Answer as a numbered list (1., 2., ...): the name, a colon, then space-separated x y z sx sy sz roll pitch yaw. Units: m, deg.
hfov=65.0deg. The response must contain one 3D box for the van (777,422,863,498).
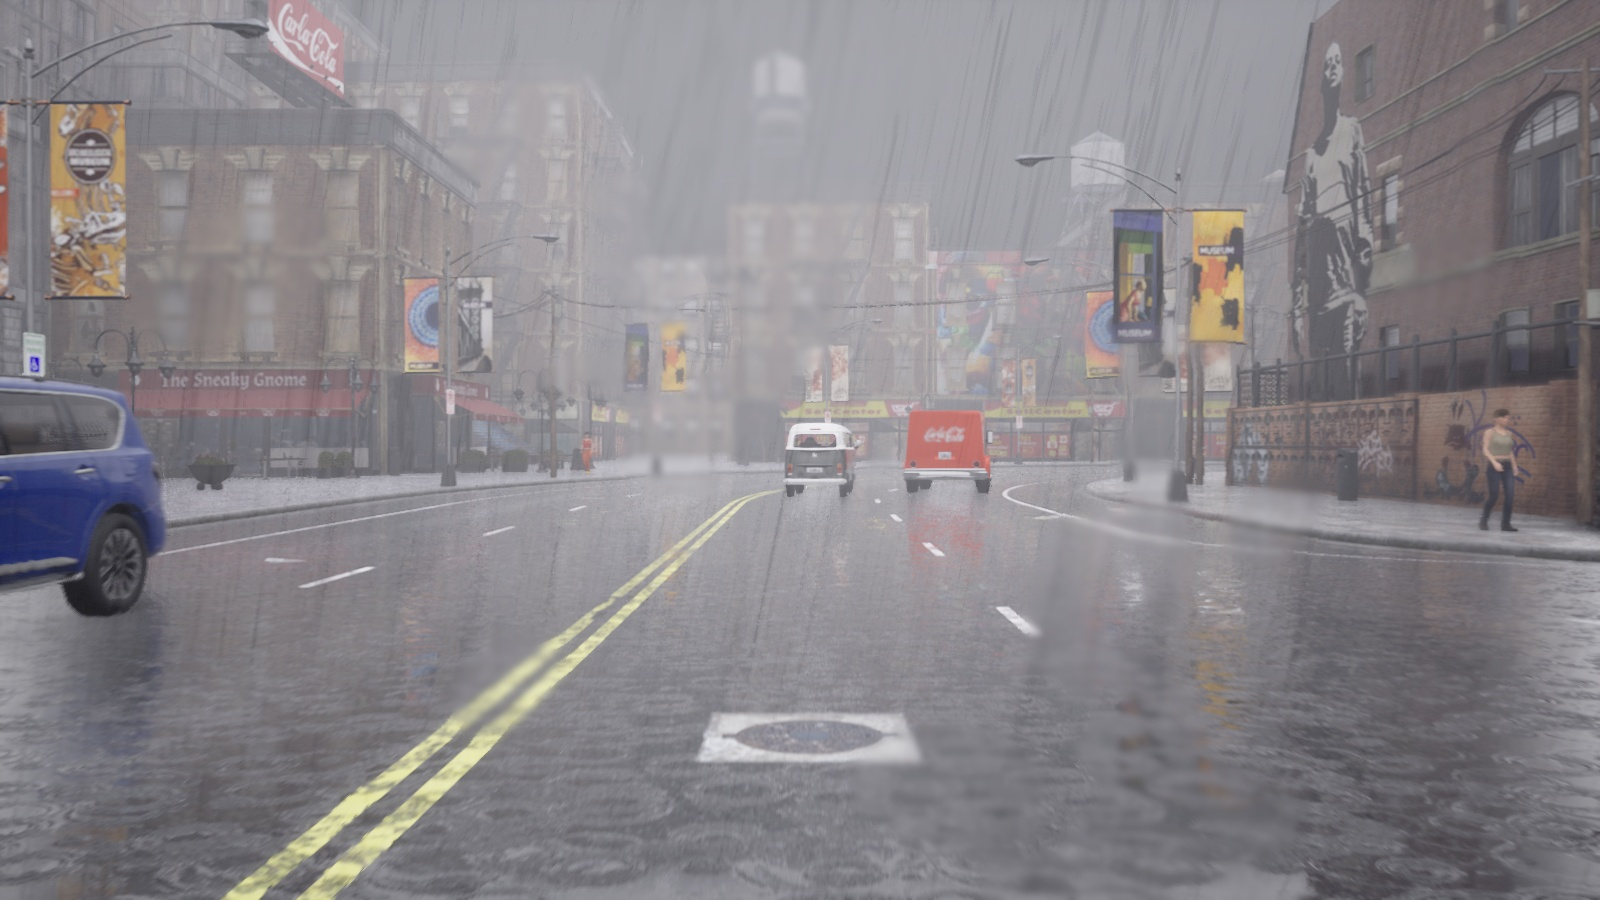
1. van: 0.645 0.268 35.974 2.069 2.038 4.480 0 0 6

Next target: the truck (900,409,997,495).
1. truck: 4.702 0.044 38.992 2.627 2.467 5.204 0 0 11

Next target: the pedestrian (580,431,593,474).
1. pedestrian: -9.107 0.094 53.566 0.345 1.836 0.594 0 0 17

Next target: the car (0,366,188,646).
1. car: -6.931 0.408 9.204 2.150 2.045 5.566 0 0 0

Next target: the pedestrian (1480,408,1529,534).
1. pedestrian: 10.444 0.307 18.624 0.345 1.836 0.594 0 0 -5
